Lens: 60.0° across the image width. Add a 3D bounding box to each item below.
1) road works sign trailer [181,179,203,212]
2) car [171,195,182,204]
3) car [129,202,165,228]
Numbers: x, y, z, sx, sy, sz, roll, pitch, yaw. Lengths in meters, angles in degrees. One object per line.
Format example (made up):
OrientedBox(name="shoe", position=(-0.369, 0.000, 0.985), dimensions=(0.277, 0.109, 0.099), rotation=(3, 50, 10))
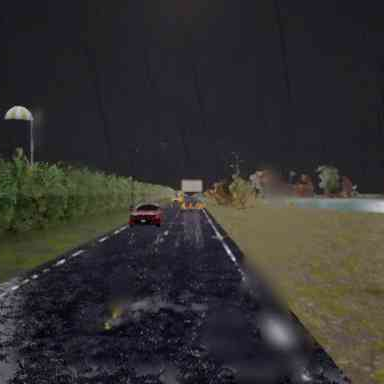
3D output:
OrientedBox(name="road works sign trailer", position=(-0.016, 0.384, 36.567), dimensions=(2.380, 3.560, 2.880), rotation=(0, 0, 0))
OrientedBox(name="car", position=(-2.811, 1.383, 61.825), dimensions=(1.882, 1.535, 5.008), rotation=(0, 0, 1))
OrientedBox(name="car", position=(-2.859, 1.420, 21.987), dimensions=(1.882, 1.535, 5.008), rotation=(0, 0, 0))
